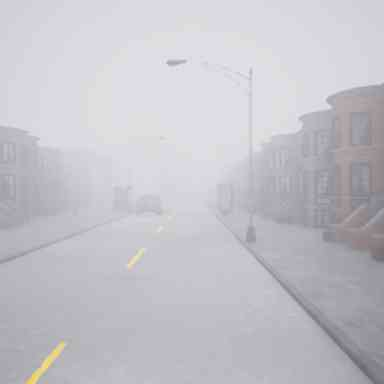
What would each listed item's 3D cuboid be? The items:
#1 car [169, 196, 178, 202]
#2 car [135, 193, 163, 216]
[{"bbox_3d":[-4.008,1.606,73.289,2.033,1.411,5.357,0,0,0],"label":"car"},{"bbox_3d":[-4.094,1.177,32.684,2.150,2.045,5.566,0,0,0],"label":"car"}]
